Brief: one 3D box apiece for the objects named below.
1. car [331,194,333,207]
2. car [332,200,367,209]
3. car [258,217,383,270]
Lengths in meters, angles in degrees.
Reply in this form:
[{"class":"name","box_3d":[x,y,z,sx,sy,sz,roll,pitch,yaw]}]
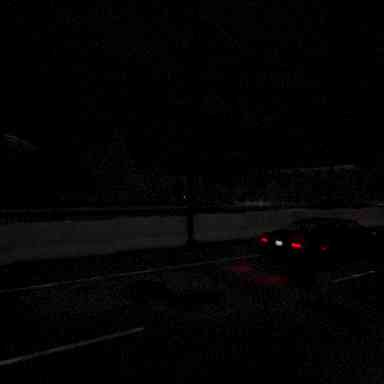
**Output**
[{"class":"car","box_3d":[18.657,1.302,46.187,5.566,2.045,2.150,0,0,-34]},{"class":"car","box_3d":[20.908,1.703,43.489,4.718,1.301,1.895,0,0,-34]},{"class":"car","box_3d":[4.643,1.567,11.162,5.357,1.411,2.033,0,0,-34]}]
